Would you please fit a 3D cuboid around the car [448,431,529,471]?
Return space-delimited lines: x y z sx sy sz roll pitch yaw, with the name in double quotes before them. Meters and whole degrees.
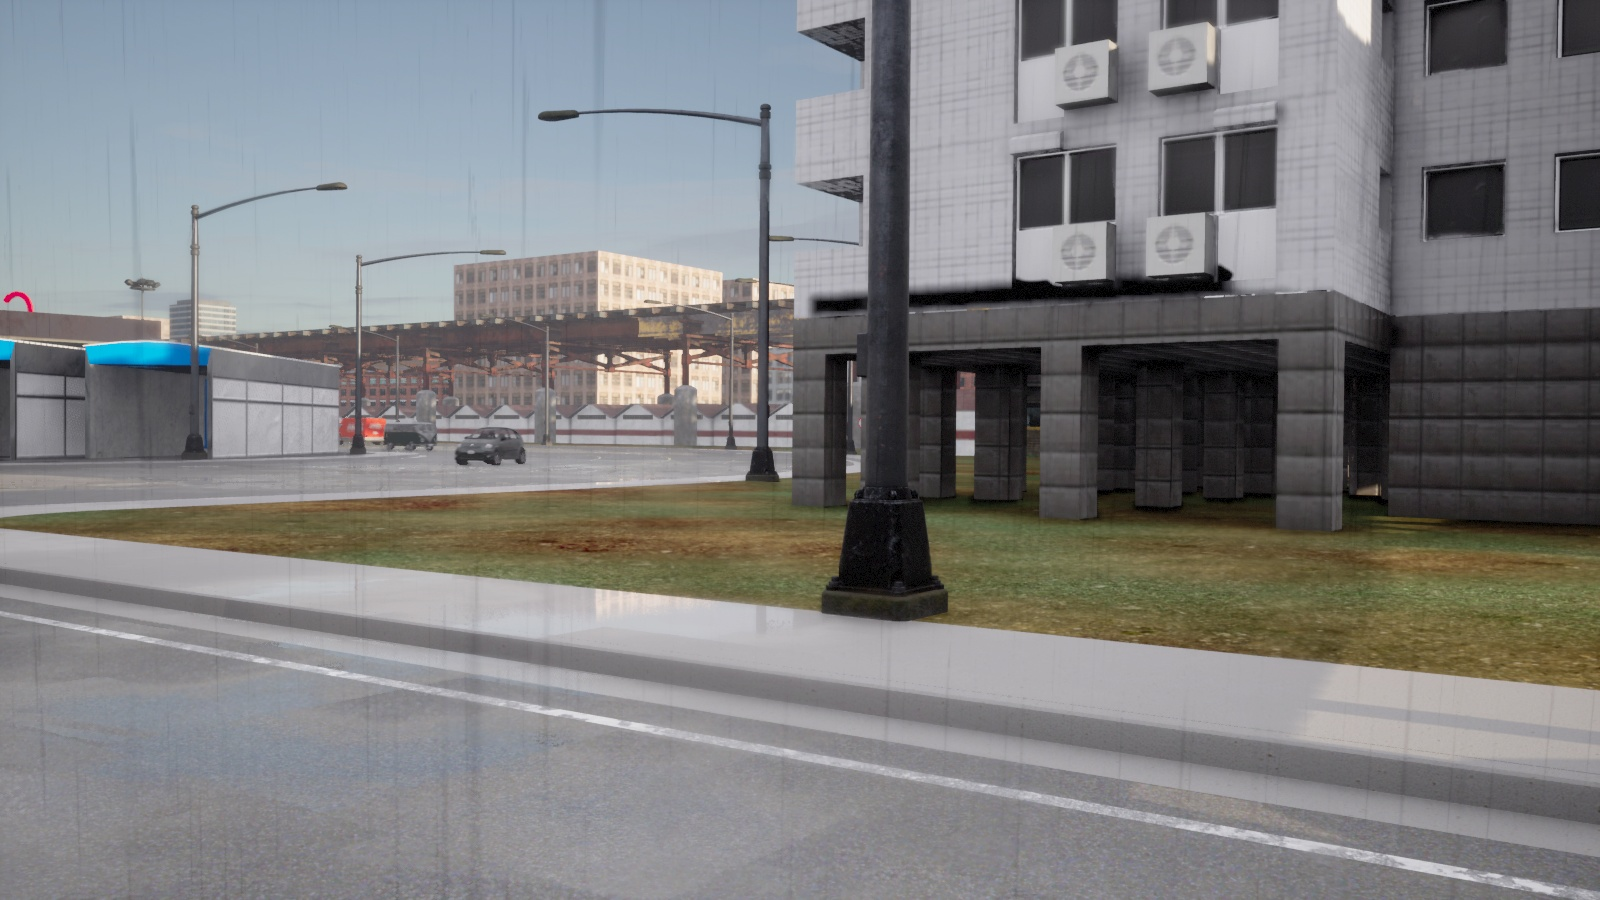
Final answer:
"car" -13.141 0.021 53.293 1.851 1.617 3.988 0 1 10

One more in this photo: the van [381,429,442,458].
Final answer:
"van" -26.961 -0.460 87.064 4.442 1.987 1.775 0 1 38
